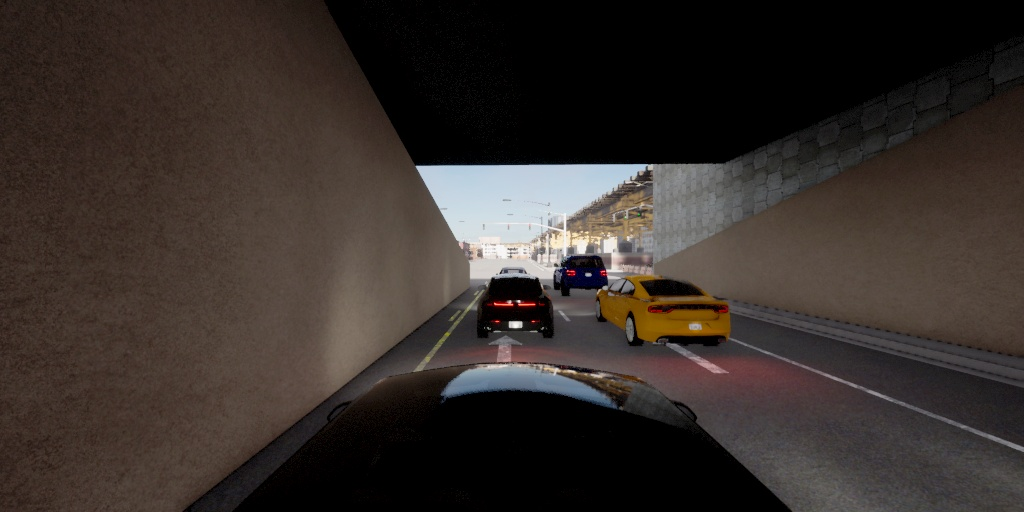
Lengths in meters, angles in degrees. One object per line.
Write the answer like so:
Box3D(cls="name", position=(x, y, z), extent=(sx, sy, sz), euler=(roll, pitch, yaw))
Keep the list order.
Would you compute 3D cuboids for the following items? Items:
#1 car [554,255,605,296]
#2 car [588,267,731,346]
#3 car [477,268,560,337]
Box3D(cls="car", position=(3.568, 0.971, 19.429), extent=(2.150, 2.045, 5.566), euler=(0, 0, 0))
Box3D(cls="car", position=(3.574, 1.228, 9.459), extent=(1.882, 1.535, 5.008), euler=(0, 0, 0))
Box3D(cls="car", position=(0.076, 1.255, 10.258), extent=(1.837, 1.490, 4.892), euler=(0, 0, 0))
